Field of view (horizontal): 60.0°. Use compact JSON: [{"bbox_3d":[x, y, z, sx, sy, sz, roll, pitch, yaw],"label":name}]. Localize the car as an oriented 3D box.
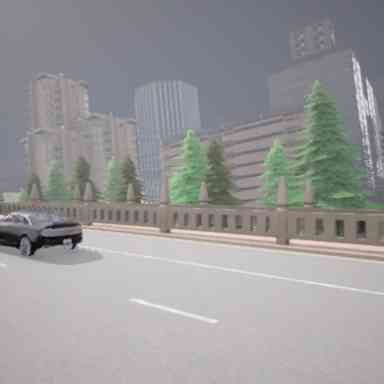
[{"bbox_3d":[-6.215,1.455,12.722,4.902,1.511,2.128,0,0,35],"label":"car"}]
